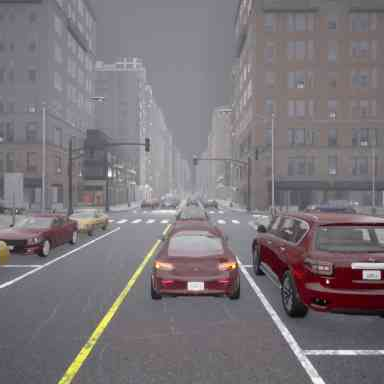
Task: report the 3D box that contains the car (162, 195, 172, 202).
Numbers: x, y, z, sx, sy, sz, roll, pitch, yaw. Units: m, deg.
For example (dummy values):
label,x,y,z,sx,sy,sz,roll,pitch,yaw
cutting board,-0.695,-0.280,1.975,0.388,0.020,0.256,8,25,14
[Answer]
label,x,y,z,sx,sy,sz,roll,pitch,yaw
car,-5.927,1.466,79.643,1.967,1.590,4.097,1,0,0

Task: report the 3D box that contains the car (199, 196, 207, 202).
label,x,y,z,sx,sy,sz,roll,pitch,yaw
car,2.597,1.608,79.645,1.802,1.307,4.206,1,0,0

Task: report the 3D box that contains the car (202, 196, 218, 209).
label,x,y,z,sx,sy,sz,roll,pitch,yaw
car,2.631,1.593,45.605,1.802,1.307,4.206,1,0,0

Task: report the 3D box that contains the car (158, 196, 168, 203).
label,x,y,z,sx,sy,sz,roll,pitch,yaw
car,-5.917,1.602,68.297,1.802,1.307,4.206,1,0,0

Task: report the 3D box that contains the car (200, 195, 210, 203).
label,x,y,z,sx,sy,sz,roll,pitch,yaw
car,2.625,1.595,51.278,1.802,1.307,4.206,1,0,0

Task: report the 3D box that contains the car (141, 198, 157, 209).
label,x,y,z,sx,sy,sz,roll,pitch,yaw
car,-5.895,1.555,45.606,1.887,1.381,4.507,1,0,0

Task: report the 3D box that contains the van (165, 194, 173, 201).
label,x,y,z,sx,sy,sz,roll,pitch,yaw
van,-5.932,1.371,85.316,1.690,1.788,3.998,1,0,0

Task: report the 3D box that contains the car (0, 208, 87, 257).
label,x,y,z,sx,sy,sz,roll,pitch,yaw
car,-5.862,1.547,12.962,1.887,1.381,4.507,1,0,0

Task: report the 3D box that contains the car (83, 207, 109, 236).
label,x,y,z,sx,sy,sz,roll,pitch,yaw
car,-5.868,1.529,18.416,1.752,1.417,4.829,1,0,0

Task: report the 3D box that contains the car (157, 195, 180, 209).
label,x,y,z,sx,sy,sz,roll,pitch,yaw
car,-3.129,1.502,45.517,2.128,1.511,4.902,0,0,1

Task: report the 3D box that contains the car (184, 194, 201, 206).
label,x,y,z,sx,sy,sz,roll,pitch,yaw
car,0.063,1.561,54.792,2.033,1.411,5.357,0,0,0

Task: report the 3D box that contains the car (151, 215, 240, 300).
label,x,y,z,sx,sy,sz,roll,pitch,yaw
car,0.077,1.528,8.290,1.812,1.442,4.674,0,0,0

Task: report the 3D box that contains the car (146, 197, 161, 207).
label,x,y,z,sx,sy,sz,roll,pitch,yaw
car,-5.900,1.557,51.279,1.887,1.381,4.507,1,0,0

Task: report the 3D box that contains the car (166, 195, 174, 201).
label,x,y,z,sx,sy,sz,roll,pitch,yaw
car,-5.940,1.615,90.988,1.802,1.307,4.206,1,0,0

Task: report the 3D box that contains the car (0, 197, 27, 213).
label,x,y,z,sx,sy,sz,roll,pitch,yaw
car,-17.290,1.198,29.764,4.553,1.767,2.097,1,-1,0

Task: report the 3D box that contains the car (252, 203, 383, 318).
label,x,y,z,sx,sy,sz,roll,pitch,yaw
car,2.671,1.317,7.337,2.192,1.841,5.009,1,0,0

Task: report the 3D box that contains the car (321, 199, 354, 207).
label,x,y,z,sx,sy,sz,roll,pitch,yaw
car,13.553,1.503,32.822,4.553,1.767,2.097,0,-1,0

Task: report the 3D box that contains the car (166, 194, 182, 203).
label,x,y,z,sx,sy,sz,roll,pitch,yaw
car,-3.143,1.561,55.368,2.033,1.411,5.357,0,0,0

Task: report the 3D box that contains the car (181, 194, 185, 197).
label,x,y,z,sx,sy,sz,roll,pitch,yaw
car,-3.096,1.566,65.797,2.033,1.411,5.357,0,0,1

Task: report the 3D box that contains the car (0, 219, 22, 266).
label,x,y,z,sx,sy,sz,roll,pitch,yaw
car,-5.856,1.527,7.167,1.752,1.417,4.829,1,0,0

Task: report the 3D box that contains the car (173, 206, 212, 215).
label,x,y,z,sx,sy,sz,roll,pitch,yaw
car,0.046,1.605,17.468,1.895,1.301,4.718,0,0,0

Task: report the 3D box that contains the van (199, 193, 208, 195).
label,x,y,z,sx,sy,sz,roll,pitch,yaw
van,2.616,1.358,62.626,1.690,1.788,3.998,1,0,0
